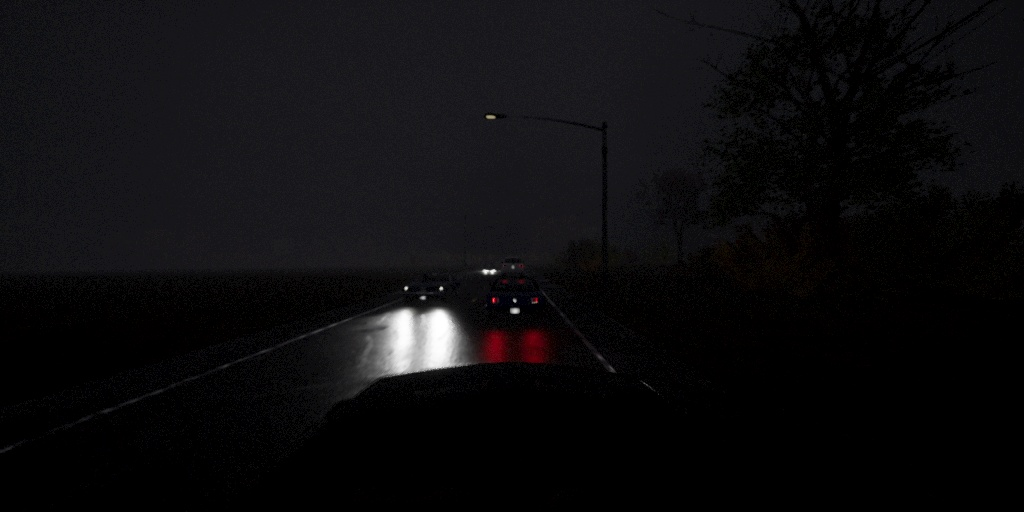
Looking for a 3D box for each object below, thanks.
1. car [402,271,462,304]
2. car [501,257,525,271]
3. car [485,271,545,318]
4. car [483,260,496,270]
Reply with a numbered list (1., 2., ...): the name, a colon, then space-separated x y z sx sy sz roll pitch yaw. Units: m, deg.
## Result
1. car: -3.602 1.408 16.785 1.895 1.301 4.718 0 0 0
2. car: 0.093 1.104 36.497 2.150 2.045 5.566 0 0 0
3. car: 0.096 1.395 13.196 1.895 1.301 4.718 0 0 0
4. car: -3.562 1.434 58.037 2.128 1.511 4.902 0 0 1
